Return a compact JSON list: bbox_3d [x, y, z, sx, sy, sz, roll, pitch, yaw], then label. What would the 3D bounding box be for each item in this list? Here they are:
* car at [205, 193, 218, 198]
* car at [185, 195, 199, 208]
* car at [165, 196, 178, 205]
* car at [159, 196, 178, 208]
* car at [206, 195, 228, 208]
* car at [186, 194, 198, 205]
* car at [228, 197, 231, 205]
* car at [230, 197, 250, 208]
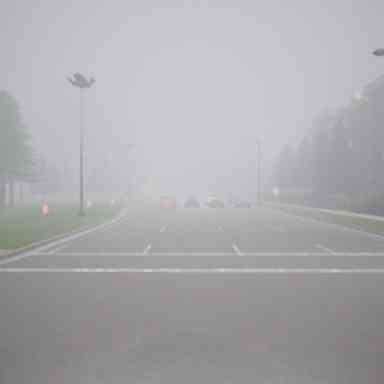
[{"bbox_3d":[3.504,1.200,57.312,2.150,2.045,5.566,0,0,0],"label":"car"},{"bbox_3d":[0.003,1.546,47.249,1.994,1.385,4.181,0,0,0],"label":"car"},{"bbox_3d":[-3.496,1.504,57.283,1.812,1.442,4.674,0,0,0],"label":"car"},{"bbox_3d":[-3.497,1.334,47.252,2.097,1.767,4.553,0,0,0],"label":"car"},{"bbox_3d":[3.503,1.546,47.282,1.994,1.385,4.181,0,0,0],"label":"car"},{"bbox_3d":[0.004,1.331,57.253,2.097,1.767,4.553,0,0,0],"label":"car"},{"bbox_3d":[7.004,1.526,57.282,2.033,1.411,5.357,0,0,0],"label":"car"},{"bbox_3d":[7.003,1.583,47.311,1.895,1.301,4.718,0,0,0],"label":"car"}]
